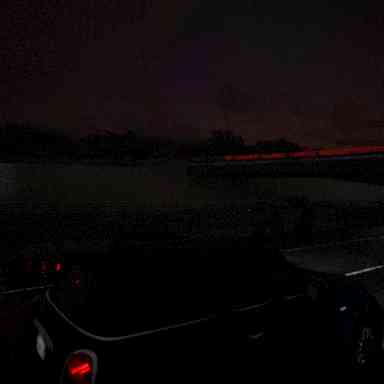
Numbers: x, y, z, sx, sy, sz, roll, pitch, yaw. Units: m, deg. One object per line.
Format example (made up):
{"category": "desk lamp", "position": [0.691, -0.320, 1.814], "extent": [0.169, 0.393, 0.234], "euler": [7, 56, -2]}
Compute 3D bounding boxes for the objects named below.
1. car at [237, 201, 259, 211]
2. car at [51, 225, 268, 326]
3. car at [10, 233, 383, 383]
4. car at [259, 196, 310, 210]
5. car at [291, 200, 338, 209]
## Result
{"category": "car", "position": [6.865, 1.717, 35.182], "extent": [4.892, 1.490, 1.837], "euler": [1, 0, -36]}
{"category": "car", "position": [-0.546, 1.627, 7.763], "extent": [4.718, 1.301, 1.895], "euler": [1, 0, -36]}
{"category": "car", "position": [0.410, 1.371, 4.119], "extent": [4.553, 1.767, 2.097], "euler": [1, 0, -36]}
{"category": "car", "position": [9.577, 1.450, 32.832], "extent": [5.566, 2.045, 2.150], "euler": [1, 0, -36]}
{"category": "car", "position": [11.357, 1.737, 29.796], "extent": [4.892, 1.490, 1.837], "euler": [1, 0, -36]}
